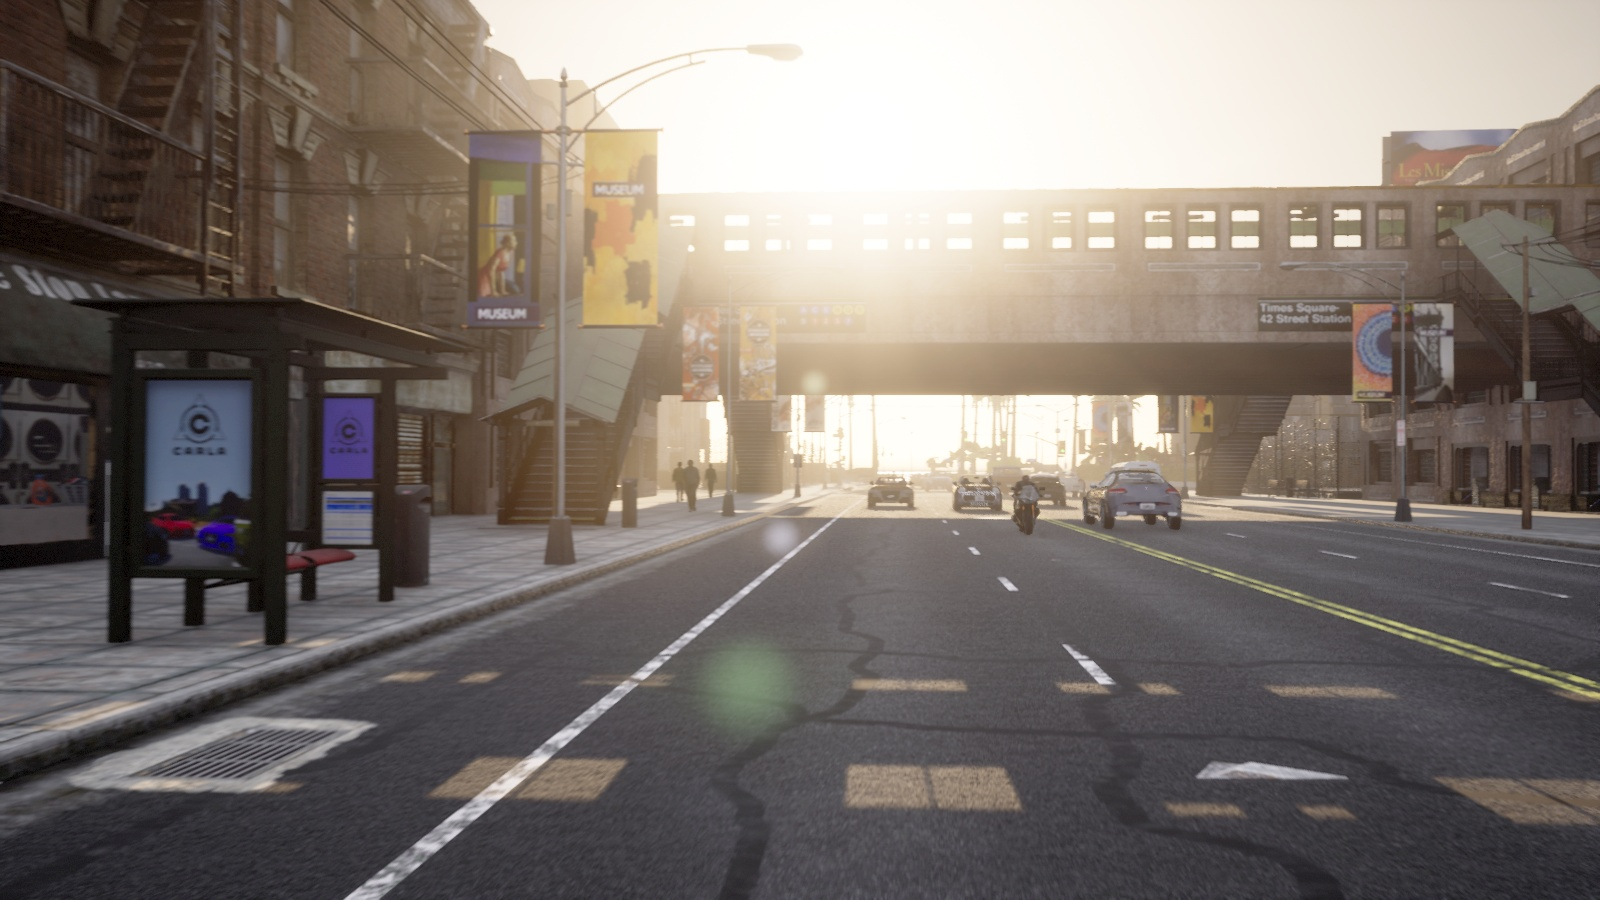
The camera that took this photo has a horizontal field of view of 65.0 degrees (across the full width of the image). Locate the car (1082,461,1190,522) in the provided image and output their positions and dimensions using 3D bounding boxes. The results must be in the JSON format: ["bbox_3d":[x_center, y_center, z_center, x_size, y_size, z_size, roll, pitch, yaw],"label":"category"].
[{"bbox_3d":[9.665,1.178,36.572,2.152,1.651,5.027,0,-1,4],"label":"car"}]

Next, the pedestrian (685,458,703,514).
[{"bbox_3d":[-3.540,1.184,41.914,0.540,1.848,0.694,0,-1,-1],"label":"pedestrian"}]

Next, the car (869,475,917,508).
[{"bbox_3d":[4.113,1.790,55.115,1.994,1.385,4.181,0,-1,5],"label":"car"}]

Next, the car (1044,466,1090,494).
[{"bbox_3d":[16.497,1.848,77.769,2.152,1.651,5.027,0,-1,4],"label":"car"}]

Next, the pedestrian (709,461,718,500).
[{"bbox_3d":[-4.335,1.539,62.949,0.423,1.949,0.788,0,-1,-3],"label":"pedestrian"}]

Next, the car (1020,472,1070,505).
[{"bbox_3d":[11.510,1.779,59.279,1.837,1.490,4.892,0,-1,5],"label":"car"}]

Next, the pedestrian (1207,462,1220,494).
[{"bbox_3d":[24.030,1.624,73.011,0.328,1.805,0.869,0,-1,-8],"label":"pedestrian"}]

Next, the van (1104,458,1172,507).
[{"bbox_3d":[14.601,1.408,54.508,2.069,2.038,4.480,0,-1,5],"label":"van"}]

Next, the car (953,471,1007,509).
[{"bbox_3d":[7.298,1.617,51.225,1.970,1.475,3.806,0,-1,5],"label":"car"}]

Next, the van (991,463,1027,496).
[{"bbox_3d":[13.052,1.848,78.608,1.775,1.987,4.442,0,-1,4],"label":"van"}]

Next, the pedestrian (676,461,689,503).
[{"bbox_3d":[-5.140,1.409,55.052,0.431,1.840,0.709,0,-1,6],"label":"pedestrian"}]

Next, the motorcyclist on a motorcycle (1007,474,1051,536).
[{"bbox_3d":[5.798,1.368,31.932,0.866,1.530,2.191,0,-1,4],"label":"motorcyclist on a motorcycle"}]
